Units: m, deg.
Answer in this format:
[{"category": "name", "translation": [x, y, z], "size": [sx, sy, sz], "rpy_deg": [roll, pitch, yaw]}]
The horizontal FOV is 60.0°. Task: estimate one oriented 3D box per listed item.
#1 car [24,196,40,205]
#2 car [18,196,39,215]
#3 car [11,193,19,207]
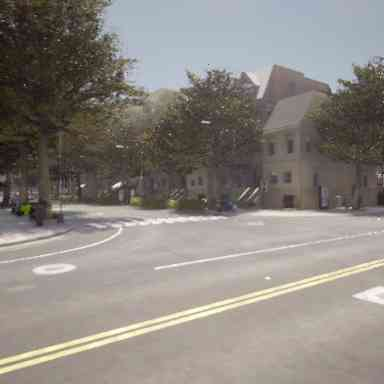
[{"category": "car", "translation": [-28.511, 1.475, 59.257], "size": [1.895, 1.301, 4.718], "rpy_deg": [-1, 0, -35]}, {"category": "car", "translation": [-17.849, 1.399, 37.853], "size": [2.231, 1.521, 4.892], "rpy_deg": [-1, 0, -35]}, {"category": "car", "translation": [-25.662, 1.136, 49.923], "size": [2.435, 2.045, 5.566], "rpy_deg": [-1, 0, -35]}]
